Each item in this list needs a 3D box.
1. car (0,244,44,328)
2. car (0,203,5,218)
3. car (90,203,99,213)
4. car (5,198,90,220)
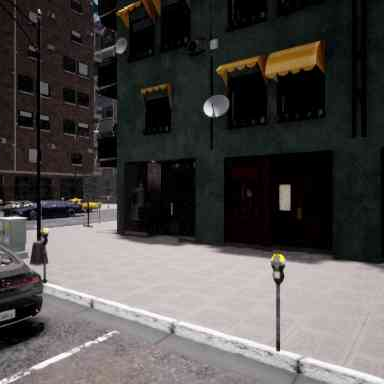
[{"bbox_3d":[-4.458,1.552,6.071,4.403,1.369,2.008,0,0,36],"label":"car"},{"bbox_3d":[-13.976,1.352,26.103,2.008,1.369,4.403,1,1,35],"label":"car"},{"bbox_3d":[-10.876,1.252,30.521,1.752,1.417,4.829,1,1,35],"label":"car"},{"bbox_3d":[-11.022,1.329,25.776,2.033,1.411,5.357,0,1,39],"label":"car"}]
